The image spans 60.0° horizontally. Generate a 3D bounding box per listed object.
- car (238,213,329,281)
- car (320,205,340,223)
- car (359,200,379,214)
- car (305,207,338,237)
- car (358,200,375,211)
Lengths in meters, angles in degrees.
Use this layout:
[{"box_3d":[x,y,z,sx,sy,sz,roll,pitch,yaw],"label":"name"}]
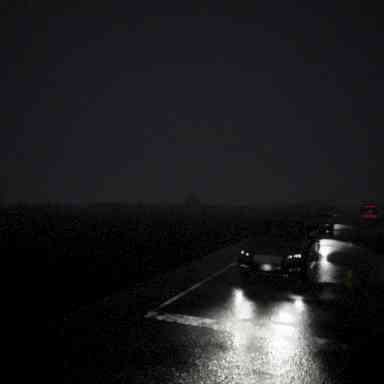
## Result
[{"box_3d":[2.915,1.625,10.465,2.128,1.511,4.902,-1,-1,26],"label":"car"},{"box_3d":[11.872,1.855,28.978,2.033,1.411,5.357,-1,-1,26],"label":"car"},{"box_3d":[21.212,1.860,39.834,1.837,1.490,4.892,-1,-1,26],"label":"car"},{"box_3d":[7.257,1.782,19.467,1.994,1.385,4.181,-1,-1,25],"label":"car"},{"box_3d":[25.732,1.937,49.175,2.128,1.511,4.902,-1,-1,25],"label":"car"}]
